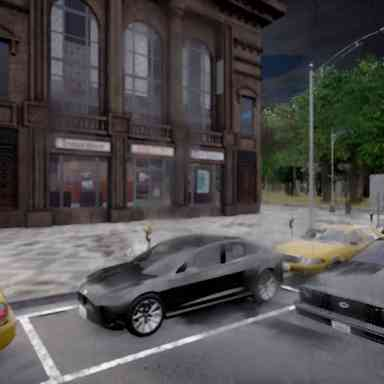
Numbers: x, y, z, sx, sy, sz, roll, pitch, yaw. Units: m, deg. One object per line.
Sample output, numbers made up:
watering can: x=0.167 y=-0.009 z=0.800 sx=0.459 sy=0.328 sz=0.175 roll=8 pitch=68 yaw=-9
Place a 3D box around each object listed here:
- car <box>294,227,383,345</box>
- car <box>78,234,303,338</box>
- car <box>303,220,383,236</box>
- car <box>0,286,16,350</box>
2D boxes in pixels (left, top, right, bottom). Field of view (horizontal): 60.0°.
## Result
car: x=4.310 y=1.562 z=6.338 sx=5.357 sy=1.411 sz=2.033 roll=0 pitch=0 yaw=-36
car: x=0.004 y=1.573 z=6.657 sx=4.313 sy=1.339 sz=1.947 roll=0 pitch=0 yaw=-36
car: x=4.289 y=1.544 z=9.721 sx=4.829 sy=1.417 sz=1.752 roll=0 pitch=0 yaw=-36
car: x=-4.558 y=1.521 z=3.397 sx=4.829 sy=1.417 sz=1.752 roll=0 pitch=0 yaw=-36
